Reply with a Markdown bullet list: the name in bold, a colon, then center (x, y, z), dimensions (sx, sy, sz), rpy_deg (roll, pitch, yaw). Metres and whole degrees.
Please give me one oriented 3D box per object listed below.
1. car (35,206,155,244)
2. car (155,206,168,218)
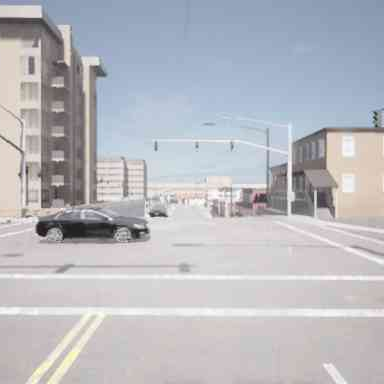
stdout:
- **car**: center (-4.339, 1.439, 14.782), dimensions (4.902, 1.511, 2.128), rpy_deg (0, 0, 1)
- **car**: center (-3.627, 2.197, 36.744), dimensions (2.033, 1.411, 5.357), rpy_deg (0, -6, 0)
